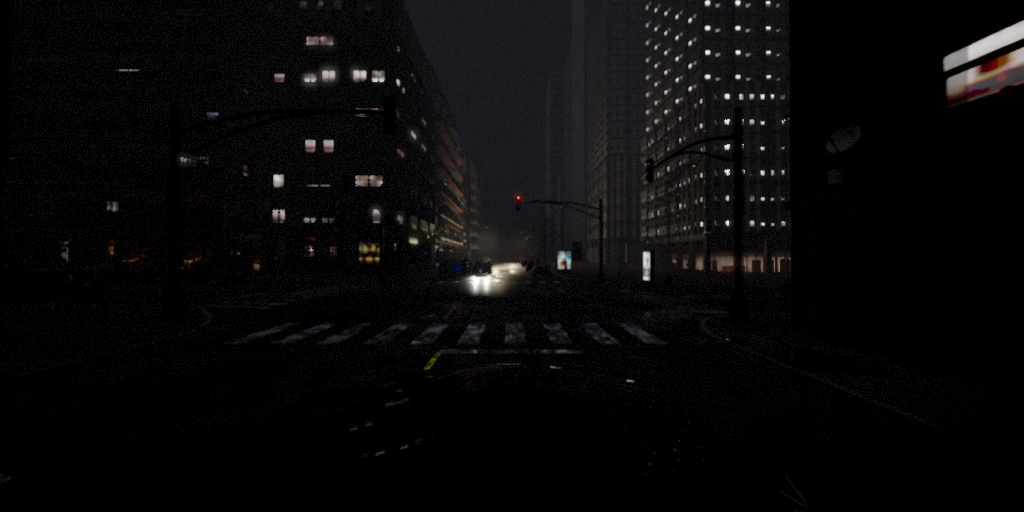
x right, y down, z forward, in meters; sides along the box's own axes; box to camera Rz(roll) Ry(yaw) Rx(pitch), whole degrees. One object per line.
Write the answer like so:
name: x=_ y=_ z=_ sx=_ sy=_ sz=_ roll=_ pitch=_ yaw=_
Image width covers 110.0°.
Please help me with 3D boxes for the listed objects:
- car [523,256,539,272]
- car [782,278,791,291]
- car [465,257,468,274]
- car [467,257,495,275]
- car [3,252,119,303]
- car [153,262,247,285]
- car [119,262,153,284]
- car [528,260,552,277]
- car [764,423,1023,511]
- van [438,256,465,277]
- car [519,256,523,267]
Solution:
car: x=2.694 y=1.084 z=44.262 sx=1.967 sy=1.591 sz=4.097 roll=0 pitch=0 yaw=0
car: x=19.394 y=1.583 z=22.437 sx=4.403 sy=1.370 sz=2.007 roll=0 pitch=0 yaw=0
car: x=-5.687 y=0.972 z=38.735 sx=2.192 sy=1.841 sz=5.009 roll=0 pitch=0 yaw=0
car: x=-2.998 y=1.158 z=36.781 sx=2.128 sy=1.511 sz=4.902 roll=0 pitch=0 yaw=0
car: x=-18.772 y=0.749 z=13.654 sx=5.009 sy=1.841 sz=2.192 roll=0 pitch=0 yaw=0
car: x=-18.792 y=1.045 z=22.034 sx=4.313 sy=1.339 sz=1.948 roll=0 pitch=0 yaw=0
car: x=-24.363 y=0.981 z=21.994 sx=4.207 sy=1.307 sz=1.802 roll=0 pitch=0 yaw=0
car: x=2.694 y=1.252 z=33.206 sx=1.802 sy=1.307 sz=4.207 roll=0 pitch=0 yaw=0
car: x=2.692 y=1.318 z=0.801 sx=1.948 sy=1.339 sz=4.313 roll=0 pitch=0 yaw=0
van: x=-5.687 y=1.011 z=33.208 sx=1.690 sy=1.789 sz=3.998 roll=0 pitch=0 yaw=0
car: x=2.695 y=1.049 z=60.844 sx=1.967 sy=1.591 sz=4.097 roll=0 pitch=0 yaw=0
